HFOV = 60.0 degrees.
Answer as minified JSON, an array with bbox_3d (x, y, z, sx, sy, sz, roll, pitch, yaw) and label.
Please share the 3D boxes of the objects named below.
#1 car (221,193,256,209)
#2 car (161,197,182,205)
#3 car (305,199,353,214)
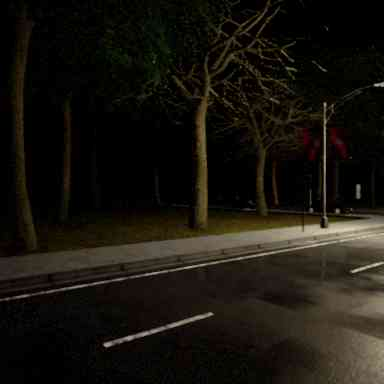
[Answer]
[{"bbox_3d":[6.278,1.214,44.966,2.150,2.045,5.566,0,0,-38],"label":"car"},{"bbox_3d":[-3.765,1.581,57.899,1.895,1.301,4.718,0,0,-38],"label":"car"},{"bbox_3d":[14.237,1.519,34.747,1.837,1.490,4.892,0,0,-39],"label":"car"}]
